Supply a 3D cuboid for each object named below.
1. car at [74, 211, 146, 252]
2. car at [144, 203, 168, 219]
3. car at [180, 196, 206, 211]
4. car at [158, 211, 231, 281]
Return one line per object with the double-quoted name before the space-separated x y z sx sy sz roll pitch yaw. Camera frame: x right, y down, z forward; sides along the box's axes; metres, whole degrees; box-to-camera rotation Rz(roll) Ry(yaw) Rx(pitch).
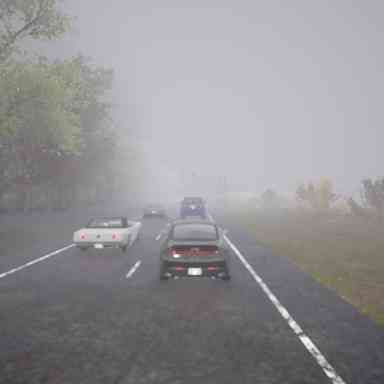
"car" -3.408 1.698 14.419 1.895 1.301 4.718 0 0 0
"car" -3.407 1.771 31.620 1.994 1.385 4.181 0 0 0
"car" 0.095 1.421 30.361 2.150 2.045 5.566 0 0 0
"car" 0.076 1.575 10.064 1.837 1.490 4.892 0 0 0
